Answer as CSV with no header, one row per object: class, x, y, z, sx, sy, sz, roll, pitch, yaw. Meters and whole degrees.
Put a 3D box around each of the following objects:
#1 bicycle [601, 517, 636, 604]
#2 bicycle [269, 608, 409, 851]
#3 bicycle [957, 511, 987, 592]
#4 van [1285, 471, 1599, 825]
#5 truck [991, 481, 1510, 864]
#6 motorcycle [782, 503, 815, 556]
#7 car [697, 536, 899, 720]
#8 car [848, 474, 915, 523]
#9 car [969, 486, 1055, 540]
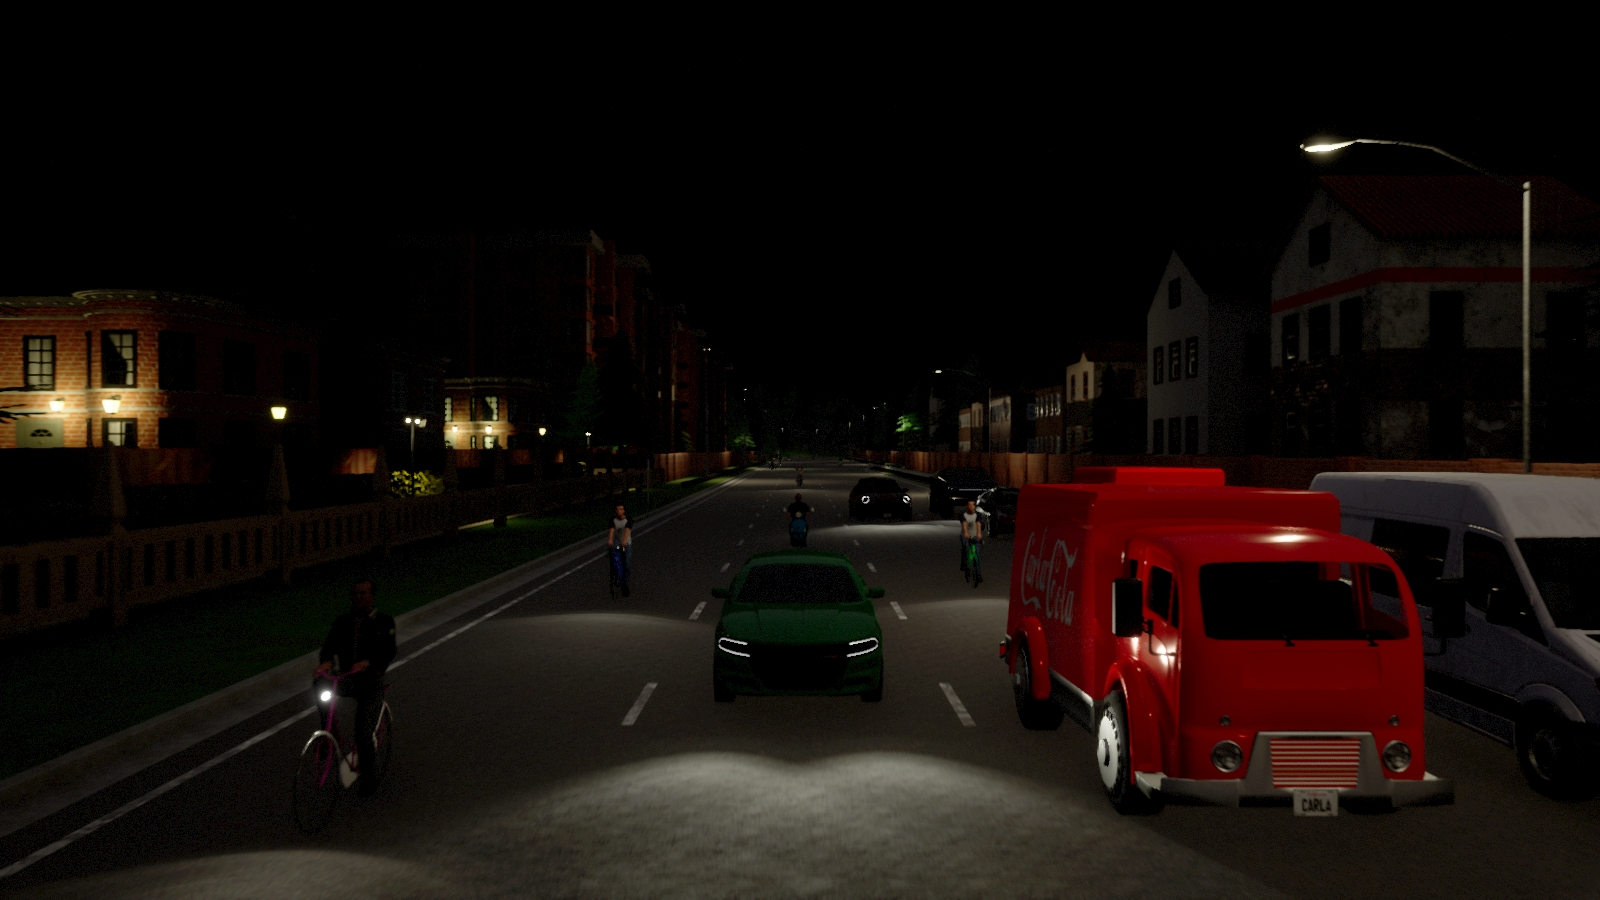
bicycle,-3.420,2.058,21.635,0.373,1.496,1.643,0,0,1
bicycle,-3.507,2.060,8.836,0.329,1.471,1.835,0,-2,0
bicycle,3.519,2.059,23.447,0.373,1.496,1.643,0,1,0
van,6.986,1.536,11.152,1.988,2.561,5.915,0,0,0
truck,3.483,1.572,10.326,2.627,2.467,5.204,0,0,0
motorcycle,-0.038,2.145,31.116,0.856,1.316,1.805,0,0,0
car,-0.020,2.036,14.353,2.097,1.535,5.006,0,0,0
car,3.198,1.911,45.801,2.097,1.767,4.553,0,0,-4
car,6.950,2.044,37.904,2.007,1.525,4.514,0,0,0
